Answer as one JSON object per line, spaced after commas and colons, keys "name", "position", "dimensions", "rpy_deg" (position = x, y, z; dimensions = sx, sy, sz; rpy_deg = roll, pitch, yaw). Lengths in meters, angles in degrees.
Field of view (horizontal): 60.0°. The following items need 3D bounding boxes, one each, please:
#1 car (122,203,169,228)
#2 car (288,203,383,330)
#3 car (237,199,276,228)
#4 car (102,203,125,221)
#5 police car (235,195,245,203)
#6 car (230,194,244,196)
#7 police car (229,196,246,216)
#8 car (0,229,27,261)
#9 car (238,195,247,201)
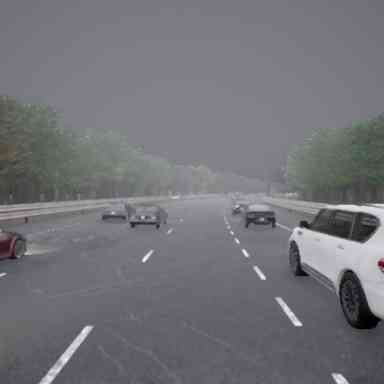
{"name": "car", "position": [-2.733, 1.547, 21.941], "dimensions": [2.033, 1.411, 5.357], "rpy_deg": [0, 0, 3]}
{"name": "car", "position": [3.714, 1.228, 7.016], "dimensions": [2.150, 2.045, 5.566], "rpy_deg": [0, 0, 1]}
{"name": "car", "position": [4.318, 1.483, 22.308], "dimensions": [1.882, 1.535, 5.008], "rpy_deg": [0, 0, 4]}
{"name": "car", "position": [-5.881, 1.563, 27.326], "dimensions": [1.994, 1.385, 4.181], "rpy_deg": [0, 0, 4]}
{"name": "police car", "position": [10.848, 1.542, 75.429], "dimensions": [2.038, 1.542, 4.974], "rpy_deg": [0, 0, 11]}
{"name": "car", "position": [7.341, 1.541, 54.371], "dimensions": [1.812, 1.442, 4.674], "rpy_deg": [0, 0, 8]}
{"name": "police car", "position": [4.957, 1.512, 33.157], "dimensions": [2.038, 1.542, 4.974], "rpy_deg": [0, 0, 5]}
{"name": "car", "position": [-6.721, 1.558, 9.773], "dimensions": [1.994, 1.385, 4.181], "rpy_deg": [0, 0, 1]}
{"name": "car", "position": [13.020, 1.598, 85.881], "dimensions": [2.033, 1.411, 5.357], "rpy_deg": [0, 0, 12]}
